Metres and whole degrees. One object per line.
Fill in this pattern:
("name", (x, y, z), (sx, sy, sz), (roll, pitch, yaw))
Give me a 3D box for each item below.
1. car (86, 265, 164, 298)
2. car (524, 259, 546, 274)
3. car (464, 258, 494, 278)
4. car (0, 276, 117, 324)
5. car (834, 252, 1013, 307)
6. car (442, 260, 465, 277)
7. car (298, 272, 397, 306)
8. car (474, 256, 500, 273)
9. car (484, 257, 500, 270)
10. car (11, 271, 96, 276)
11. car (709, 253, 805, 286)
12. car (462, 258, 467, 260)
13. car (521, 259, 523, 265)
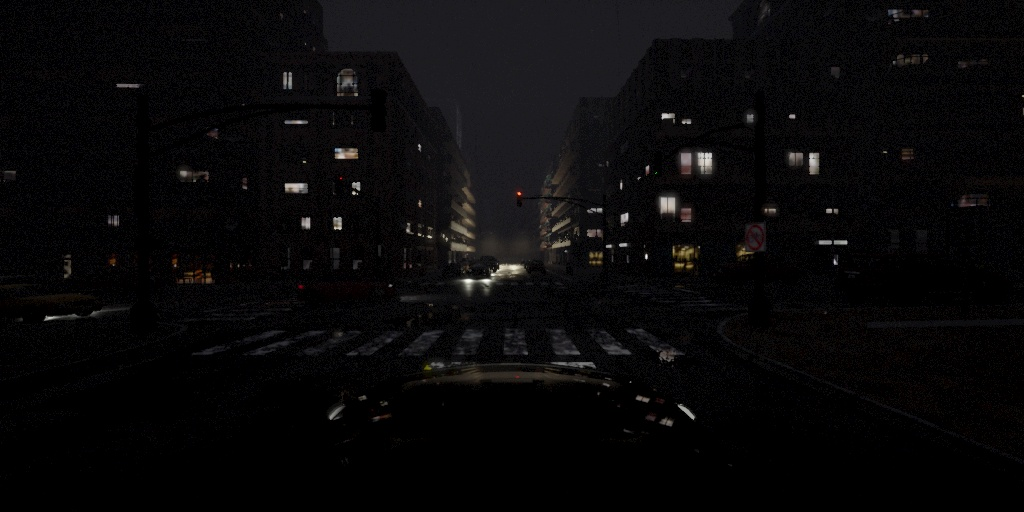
("car", (-23.565, 1.462, 21.136), (5.009, 1.841, 2.192), (0, 0, 0))
("car", (2.759, 1.198, 40.803), (1.967, 1.591, 4.097), (0, 0, 0))
("car", (-3.044, 1.233, 34.119), (1.882, 1.535, 5.008), (0, 0, 0))
("car", (-17.611, 1.585, 12.829), (4.829, 1.417, 1.751), (0, 0, 0))
("car", (14.730, 0.775, 13.054), (5.009, 1.841, 2.192), (0, 0, 0))
("car", (-5.631, 1.322, 35.134), (1.948, 1.339, 4.313), (0, 0, 0))
("car", (-7.547, 1.428, 16.703), (4.181, 1.385, 1.994), (-1, 0, -18))
("car", (-3.023, 0.983, 44.377), (2.150, 2.045, 5.566), (0, 0, 0))
("car", (-2.991, 1.117, 54.434), (2.097, 1.767, 4.553), (0, 0, 0))
("car", (-21.509, 1.629, 15.392), (4.892, 1.490, 1.837), (-2, 0, 0))
("car", (14.610, 0.759, 21.433), (5.009, 1.841, 2.192), (0, 0, 0))
("car", (-5.621, 1.283, 40.646), (1.751, 1.417, 4.829), (0, 0, 0))
("car", (2.790, 1.348, 57.851), (1.802, 1.307, 4.207), (0, 0, 0))
